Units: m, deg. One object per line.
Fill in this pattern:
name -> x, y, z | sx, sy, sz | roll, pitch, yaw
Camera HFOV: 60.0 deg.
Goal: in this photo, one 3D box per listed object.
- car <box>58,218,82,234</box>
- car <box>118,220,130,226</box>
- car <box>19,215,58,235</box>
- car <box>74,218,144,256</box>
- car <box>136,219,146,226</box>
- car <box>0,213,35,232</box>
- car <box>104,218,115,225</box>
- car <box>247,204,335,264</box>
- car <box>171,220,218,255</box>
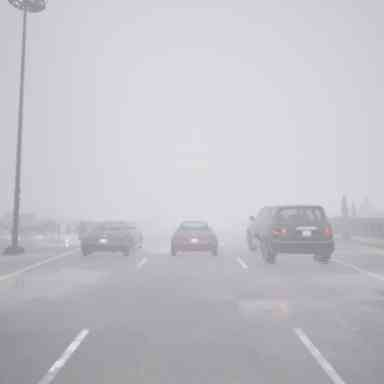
car -> -10.593, 3.247, 31.985 | 2.128, 1.511, 4.902 | 0, -5, 0
car -> -14.530, 6.623, 71.273 | 1.994, 1.385, 4.181 | 0, -5, -5
car -> -14.093, 3.176, 31.332 | 1.882, 1.535, 5.008 | 0, -5, 0
car -> -3.402, 1.954, 14.778 | 1.994, 1.385, 4.181 | 0, -3, 0
car -> -11.063, 6.629, 71.761 | 1.812, 1.442, 4.674 | 0, -5, -5
car -> -17.595, 3.097, 33.432 | 2.150, 2.045, 5.566 | 0, -5, 0
car -> -18.532, 6.715, 75.004 | 1.837, 1.490, 4.892 | 1, -5, -8
car -> 3.598, 1.521, 13.109 | 2.150, 2.045, 5.566 | 0, -3, 0
car -> 0.098, 1.965, 14.974 | 1.994, 1.385, 4.181 | 0, -3, 0
